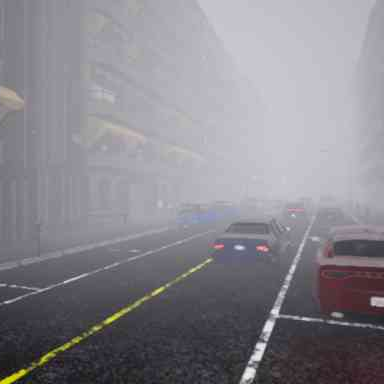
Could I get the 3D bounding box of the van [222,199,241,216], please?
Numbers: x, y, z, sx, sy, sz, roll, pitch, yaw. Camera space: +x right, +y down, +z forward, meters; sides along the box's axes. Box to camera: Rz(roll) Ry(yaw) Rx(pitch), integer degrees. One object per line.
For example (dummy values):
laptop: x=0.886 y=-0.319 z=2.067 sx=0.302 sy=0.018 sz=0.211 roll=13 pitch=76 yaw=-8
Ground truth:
van: x=2.445 y=1.479 z=26.596 sx=1.690 sy=1.788 sz=3.998 roll=0 pitch=0 yaw=22

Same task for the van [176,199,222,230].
van: x=0.403 y=1.483 z=21.455 sx=1.690 sy=1.788 sz=3.998 roll=0 pitch=0 yaw=22

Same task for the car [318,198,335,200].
car: x=11.786 y=1.495 z=28.769 sx=1.887 sy=1.381 sz=4.507 roll=0 pitch=0 yaw=22

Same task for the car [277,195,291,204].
car: x=18.784 y=1.467 z=67.712 sx=2.192 sy=1.841 sz=5.009 roll=0 pitch=0 yaw=22

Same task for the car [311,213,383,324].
car: x=3.653 y=1.445 z=7.142 sx=1.882 sy=1.535 sz=5.008 roll=-1 pitch=0 yaw=22

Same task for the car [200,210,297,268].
car: x=2.238 y=1.576 z=11.469 sx=2.033 sy=1.411 sz=5.357 roll=-1 pitch=0 yaw=22

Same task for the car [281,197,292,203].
car: x=20.827 y=1.707 z=72.852 sx=1.887 sy=1.381 sz=4.507 roll=0 pitch=0 yaw=22

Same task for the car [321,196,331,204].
car: x=26.054 y=1.551 z=64.764 sx=1.802 sy=1.307 sz=4.206 roll=0 pitch=0 yaw=22

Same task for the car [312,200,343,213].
car: x=9.744 y=1.499 z=23.630 sx=1.887 sy=1.381 sz=4.507 roll=0 pitch=0 yaw=22

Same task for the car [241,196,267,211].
car: x=6.530 y=1.447 z=36.875 sx=2.192 sy=1.841 sz=5.009 roll=0 pitch=0 yaw=22

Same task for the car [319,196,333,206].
car: x=21.967 y=1.395 z=54.483 sx=1.967 sy=1.590 sz=4.097 roll=0 pitch=0 yaw=22

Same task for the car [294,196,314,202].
car: x=14.571 y=1.359 z=42.779 sx=2.097 sy=1.767 sz=4.553 roll=-1 pitch=-1 yaw=22

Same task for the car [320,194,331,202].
car: x=30.139 y=1.306 z=75.045 sx=2.192 sy=1.841 sz=5.009 roll=0 pitch=0 yaw=22

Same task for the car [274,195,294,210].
car: x=11.231 y=1.550 z=41.896 sx=1.882 sy=1.535 sz=5.008 roll=-1 pitch=-1 yaw=22

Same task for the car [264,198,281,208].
car: x=12.657 y=1.700 z=52.295 sx=1.947 sy=1.339 sz=4.313 roll=0 pitch=0 yaw=22

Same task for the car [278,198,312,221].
car: x=8.520 y=1.514 z=27.277 sx=1.837 sy=1.490 sz=4.892 roll=-1 pitch=-1 yaw=22

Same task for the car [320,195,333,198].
car: x=13.836 y=1.389 z=33.907 sx=1.967 sy=1.590 sz=4.097 roll=0 pitch=0 yaw=22

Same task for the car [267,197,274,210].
car: x=8.572 y=1.446 z=42.014 sx=2.192 sy=1.841 sz=5.009 roll=0 pitch=0 yaw=22

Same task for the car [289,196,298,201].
car: x=26.955 y=1.786 z=88.273 sx=1.802 sy=1.307 sz=4.206 roll=0 pitch=0 yaw=22
